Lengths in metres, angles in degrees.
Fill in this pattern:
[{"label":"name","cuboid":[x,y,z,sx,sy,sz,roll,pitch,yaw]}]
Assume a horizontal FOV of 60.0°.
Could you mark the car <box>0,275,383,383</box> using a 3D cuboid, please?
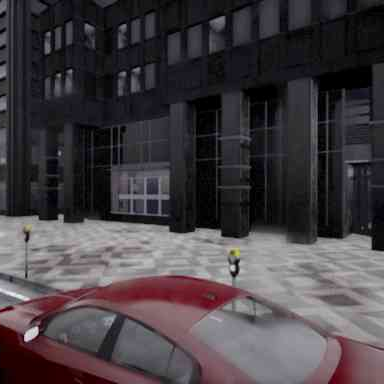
[{"label":"car","cuboid":[-0.452,1.543,3.285,4.507,1.381,1.887,0,0,35]}]
